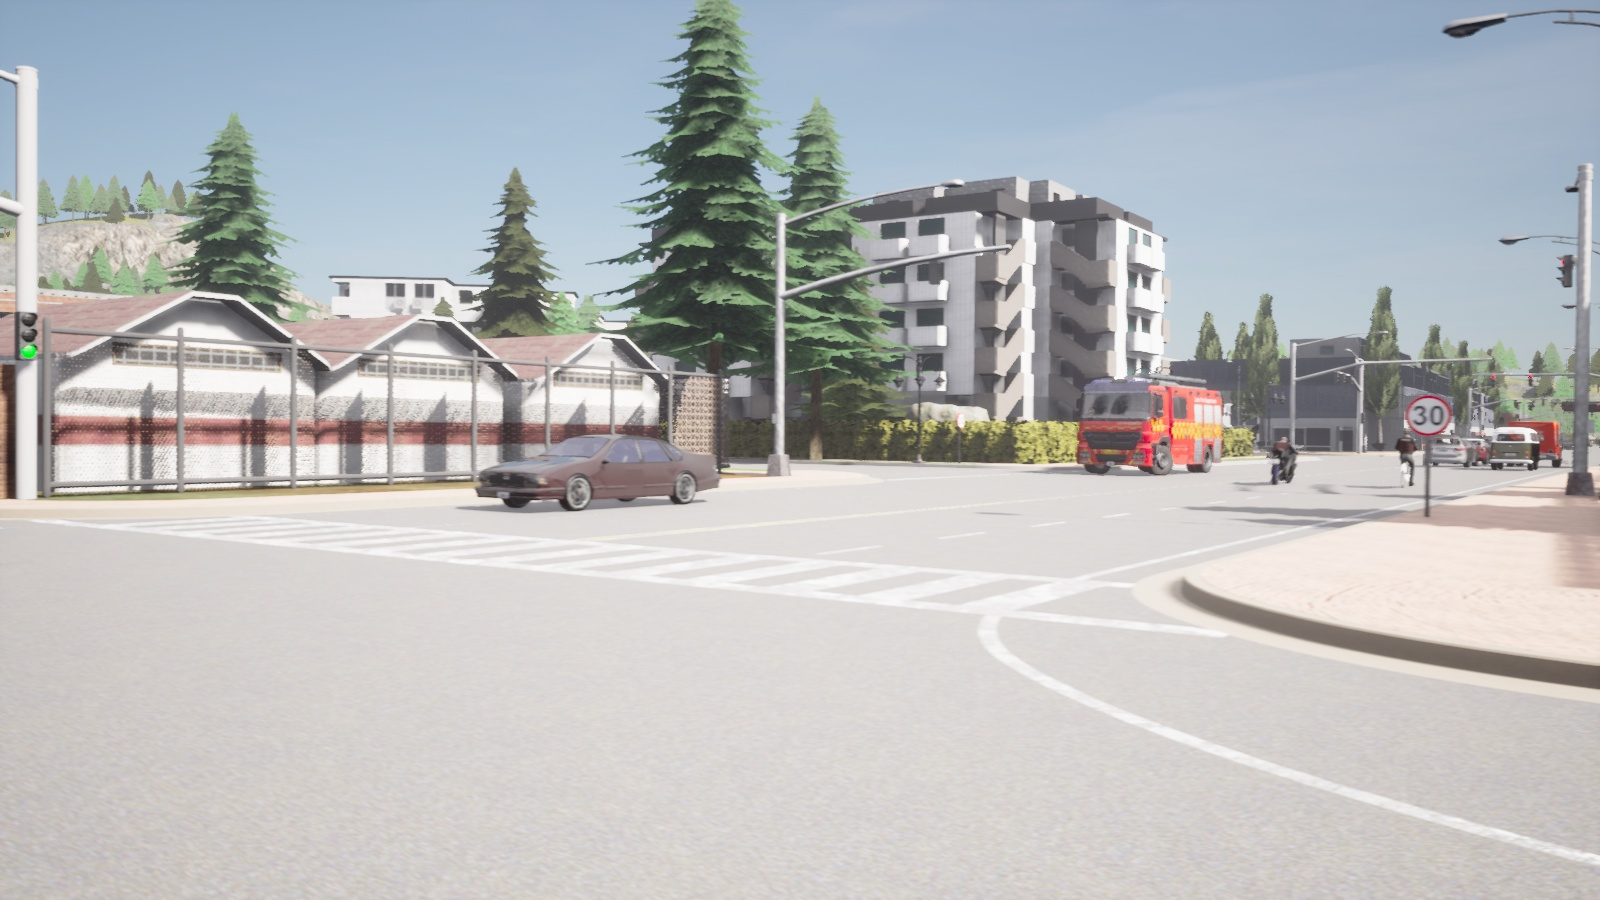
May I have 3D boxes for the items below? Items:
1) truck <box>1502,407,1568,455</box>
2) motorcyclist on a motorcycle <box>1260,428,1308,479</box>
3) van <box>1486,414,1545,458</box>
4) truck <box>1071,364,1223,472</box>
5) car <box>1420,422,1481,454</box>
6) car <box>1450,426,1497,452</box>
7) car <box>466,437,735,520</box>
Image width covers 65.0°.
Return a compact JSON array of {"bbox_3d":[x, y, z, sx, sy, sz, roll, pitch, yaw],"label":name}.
[{"bbox_3d":[39.723,-1.041,67.781,2.627,2.467,5.204,0,1,35],"label":"truck"},{"bbox_3d":[15.123,0.093,39.184,0.866,1.530,2.191,0,1,35],"label":"motorcyclist on a motorcycle"},{"bbox_3d":[34.318,-0.678,60.165,2.069,2.038,4.480,0,1,35],"label":"van"},{"bbox_3d":[13.668,-1.227,48.939,2.891,3.827,8.468,1,1,36],"label":"truck"},{"bbox_3d":[34.407,-0.643,66.342,2.242,1.667,4.611,0,1,36],"label":"car"},{"bbox_3d":[39.300,-0.660,73.230,1.970,1.475,3.806,0,1,35],"label":"car"},{"bbox_3d":[-3.748,0.473,24.696,2.033,1.411,5.357,0,1,35],"label":"car"}]
